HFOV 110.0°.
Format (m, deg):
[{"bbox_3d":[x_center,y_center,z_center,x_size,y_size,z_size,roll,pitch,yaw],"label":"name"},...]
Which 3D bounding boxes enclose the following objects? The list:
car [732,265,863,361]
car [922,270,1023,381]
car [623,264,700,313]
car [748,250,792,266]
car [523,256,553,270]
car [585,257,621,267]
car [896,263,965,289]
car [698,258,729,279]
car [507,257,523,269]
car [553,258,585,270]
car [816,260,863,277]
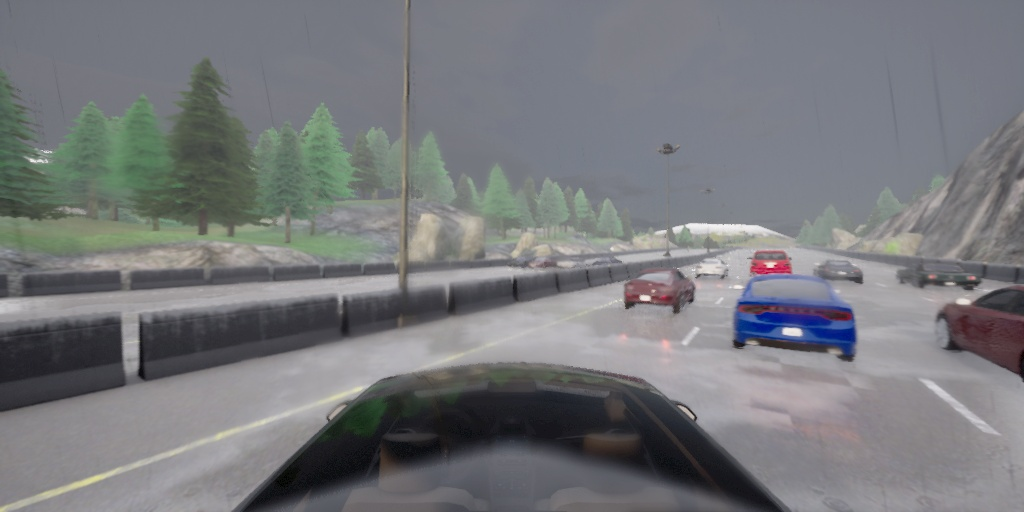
[{"bbox_3d":[6.308,1.149,8.302,1.882,1.535,5.008,0,1,35],"label":"car"},{"bbox_3d":[8.560,1.164,5.410,1.882,1.535,5.008,0,1,35],"label":"car"},{"bbox_3d":[5.570,1.153,13.399,1.812,1.442,4.674,0,1,35],"label":"car"},{"bbox_3d":[17.045,0.632,23.750,2.150,2.045,5.566,0,1,35],"label":"car"},{"bbox_3d":[3.617,0.785,41.452,1.812,1.442,4.674,0,1,35],"label":"car"},{"bbox_3d":[10.178,0.787,38.593,2.033,1.411,5.357,0,1,35],"label":"car"},{"bbox_3d":[22.225,1.037,18.939,1.895,1.301,4.718,0,1,35],"label":"car"},{"bbox_3d":[15.205,0.900,27.235,1.812,1.442,4.674,0,1,35],"label":"car"},{"bbox_3d":[1.566,0.775,44.603,2.033,1.411,5.357,0,1,35],"label":"car"},{"bbox_3d":[6.881,0.851,40.001,1.895,1.301,4.718,0,1,35],"label":"car"},{"bbox_3d":[20.705,0.955,22.886,1.994,1.385,4.181,0,1,35],"label":"car"}]
